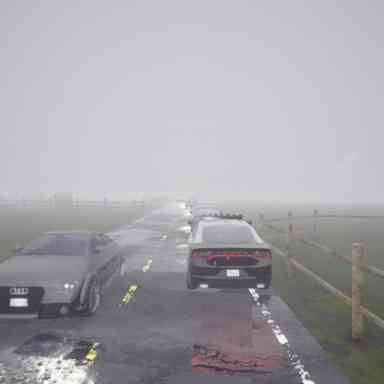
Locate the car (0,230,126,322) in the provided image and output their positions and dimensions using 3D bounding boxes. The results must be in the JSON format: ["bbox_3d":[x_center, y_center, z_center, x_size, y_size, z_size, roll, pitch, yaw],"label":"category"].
[{"bbox_3d":[-2.748,1.564,7.268,1.994,1.385,4.181,0,0,0],"label":"car"}]

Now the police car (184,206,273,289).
[{"bbox_3d":[0.826,1.424,9.277,1.930,1.638,5.238,0,0,0],"label":"police car"}]

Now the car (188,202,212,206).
[{"bbox_3d":[0.828,1.523,19.167,1.812,1.442,4.674,0,0,0],"label":"car"}]

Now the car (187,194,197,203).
[{"bbox_3d":[0.016,1.336,66.887,2.097,1.767,4.553,0,0,0],"label":"car"}]

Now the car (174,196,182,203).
[{"bbox_3d":[-2.733,1.530,70.907,2.033,1.411,5.357,0,0,0],"label":"car"}]

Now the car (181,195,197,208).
[{"bbox_3d":[0.038,1.540,45.720,2.033,1.411,5.357,0,0,1],"label":"car"}]

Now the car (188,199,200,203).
[{"bbox_3d":[0.830,1.523,25.167,1.812,1.442,4.674,0,0,0],"label":"car"}]
